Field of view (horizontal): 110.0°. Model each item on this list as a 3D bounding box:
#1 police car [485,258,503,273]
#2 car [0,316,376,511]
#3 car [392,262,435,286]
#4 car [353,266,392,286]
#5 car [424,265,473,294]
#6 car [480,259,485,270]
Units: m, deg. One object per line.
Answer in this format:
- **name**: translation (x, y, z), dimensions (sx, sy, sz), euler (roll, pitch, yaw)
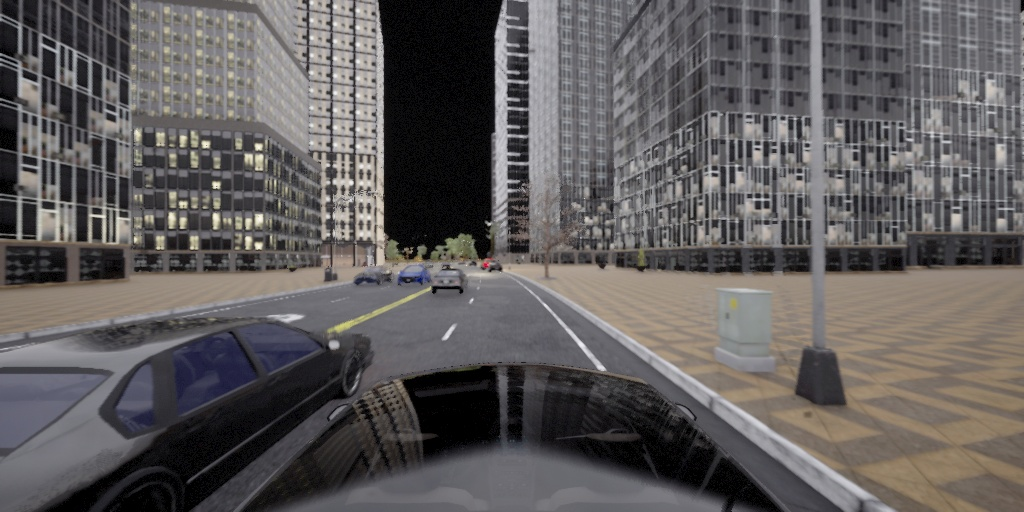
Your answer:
- **police car**: translation (-2.482, 1.566, 52.958), dimensions (1.930, 1.638, 5.238), euler (0, 0, -8)
- **car**: translation (-3.163, 1.324, 3.487), dimensions (2.033, 1.411, 5.357), euler (0, 0, 0)
- **car**: translation (-7.532, 1.452, 27.918), dimensions (1.882, 1.535, 5.008), euler (0, -1, -4)
- **car**: translation (-10.821, 1.541, 28.497), dimensions (2.033, 1.411, 5.357), euler (0, 0, -4)
- **car**: translation (-3.702, 1.461, 21.972), dimensions (2.033, 1.411, 5.357), euler (0, 0, -3)
- **car**: translation (-3.986, 1.449, 62.926), dimensions (2.150, 2.045, 5.566), euler (0, 0, -9)
